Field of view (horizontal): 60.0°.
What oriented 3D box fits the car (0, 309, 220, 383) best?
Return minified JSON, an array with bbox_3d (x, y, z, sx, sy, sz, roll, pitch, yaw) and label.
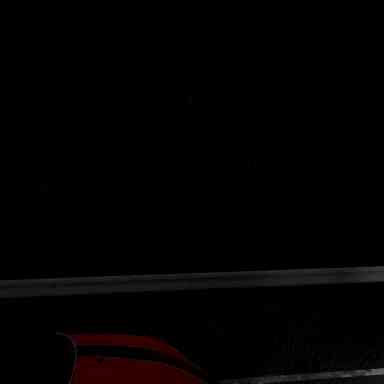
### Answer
[{"bbox_3d":[-1.835,1.352,1.684,4.553,1.767,2.097,0,0,-7],"label":"car"}]
